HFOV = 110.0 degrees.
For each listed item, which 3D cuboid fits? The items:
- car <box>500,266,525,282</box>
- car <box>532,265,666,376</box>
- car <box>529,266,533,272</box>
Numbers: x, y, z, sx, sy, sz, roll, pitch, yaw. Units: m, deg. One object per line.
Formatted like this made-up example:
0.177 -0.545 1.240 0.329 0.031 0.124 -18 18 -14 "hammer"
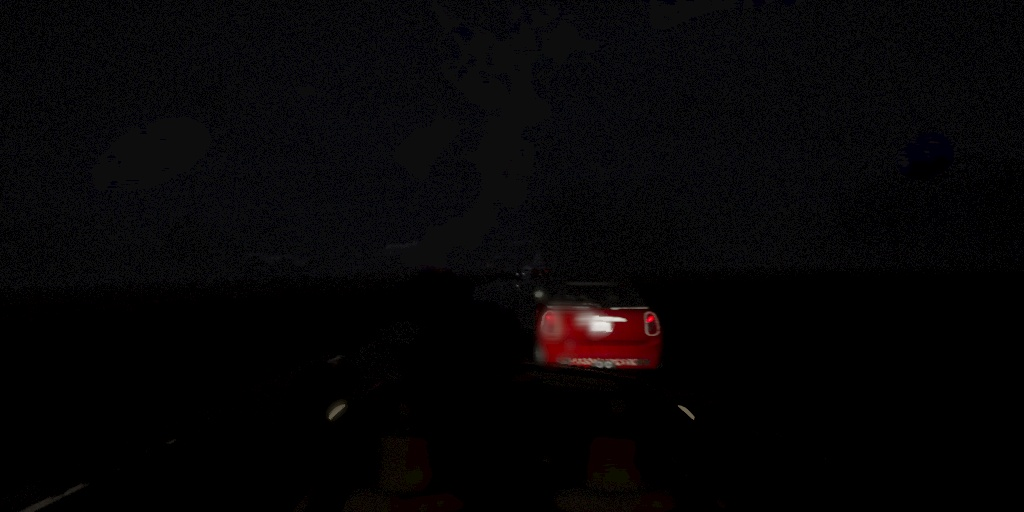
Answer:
-0.049 1.755 36.320 1.882 1.535 5.008 -1 -1 4 "car"
1.573 1.163 7.746 2.097 1.767 4.553 -1 -1 4 "car"
3.125 1.783 39.286 1.882 1.535 5.008 -1 -1 5 "car"
